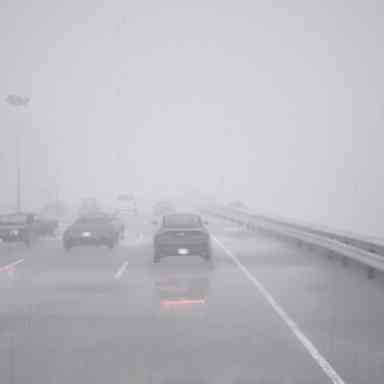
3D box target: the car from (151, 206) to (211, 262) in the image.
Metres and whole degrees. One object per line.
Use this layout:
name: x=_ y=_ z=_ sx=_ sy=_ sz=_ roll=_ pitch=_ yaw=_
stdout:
car: x=-0.413 y=1.479 z=12.088 sx=1.837 sy=1.490 sz=4.892 roll=0 pitch=0 yaw=-4

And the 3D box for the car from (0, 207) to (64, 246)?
car: x=-7.650 y=1.599 z=15.118 sx=1.895 sy=1.301 sz=4.718 roll=0 pitch=0 yaw=-4

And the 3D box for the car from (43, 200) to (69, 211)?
car: x=-13.728 y=1.509 z=33.594 sx=1.812 sy=1.442 sz=4.674 roll=0 pitch=0 yaw=-11

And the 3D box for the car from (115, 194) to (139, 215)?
car: x=-6.453 y=1.176 z=32.853 sx=2.150 sy=2.045 sz=5.566 roll=0 pitch=0 yaw=-10

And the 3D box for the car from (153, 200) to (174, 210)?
car: x=-2.650 y=1.489 z=31.518 sx=2.033 sy=1.411 sz=5.357 roll=0 pitch=0 yaw=-10

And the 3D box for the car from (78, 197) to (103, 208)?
car: x=-10.256 y=1.320 z=33.976 sx=2.097 sy=1.767 sz=4.553 roll=0 pitch=0 yaw=-10

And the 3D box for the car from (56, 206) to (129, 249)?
car: x=-4.108 y=1.549 z=14.509 sx=1.994 sy=1.385 sz=4.181 roll=0 pitch=0 yaw=-4
